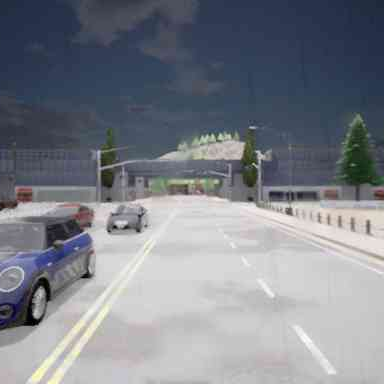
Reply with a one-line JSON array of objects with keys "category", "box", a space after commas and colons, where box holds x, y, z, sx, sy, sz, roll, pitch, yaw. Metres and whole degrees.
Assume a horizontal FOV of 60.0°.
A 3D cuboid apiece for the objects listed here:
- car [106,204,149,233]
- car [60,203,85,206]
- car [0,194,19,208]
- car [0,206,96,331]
[{"category": "car", "box": [-3.662, 1.481, 19.520, 2.128, 1.511, 4.902, 0, 0, 0]}, {"category": "car", "box": [-7.158, 1.478, 19.442, 1.882, 1.535, 5.008, 0, 1, 0]}, {"category": "car", "box": [-21.194, 1.168, 36.835, 1.932, 1.855, 4.605, 0, 0, 0]}, {"category": "car", "box": [-3.623, 1.354, 7.059, 2.097, 1.767, 4.553, 0, 0, 0]}]
